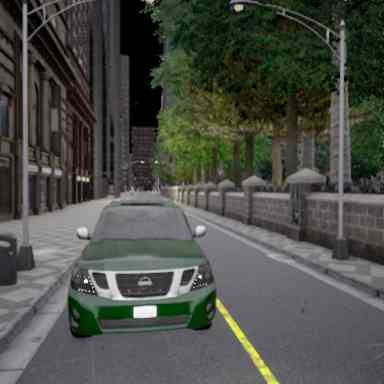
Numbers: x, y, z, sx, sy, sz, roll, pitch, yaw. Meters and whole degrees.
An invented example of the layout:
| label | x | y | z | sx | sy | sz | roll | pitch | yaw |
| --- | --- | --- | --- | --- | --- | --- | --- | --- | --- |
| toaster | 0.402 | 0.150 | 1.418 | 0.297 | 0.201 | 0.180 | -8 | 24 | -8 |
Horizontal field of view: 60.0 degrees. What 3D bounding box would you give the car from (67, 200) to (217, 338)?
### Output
| label | x | y | z | sx | sy | sz | roll | pitch | yaw |
| --- | --- | --- | --- | --- | --- | --- | --- | --- | --- |
| car | -1.053 | 1.220 | 7.094 | 2.150 | 2.045 | 5.566 | 0 | 0 | -9 |
